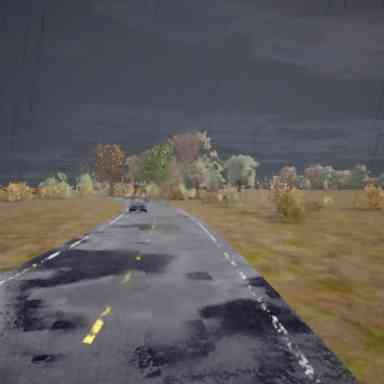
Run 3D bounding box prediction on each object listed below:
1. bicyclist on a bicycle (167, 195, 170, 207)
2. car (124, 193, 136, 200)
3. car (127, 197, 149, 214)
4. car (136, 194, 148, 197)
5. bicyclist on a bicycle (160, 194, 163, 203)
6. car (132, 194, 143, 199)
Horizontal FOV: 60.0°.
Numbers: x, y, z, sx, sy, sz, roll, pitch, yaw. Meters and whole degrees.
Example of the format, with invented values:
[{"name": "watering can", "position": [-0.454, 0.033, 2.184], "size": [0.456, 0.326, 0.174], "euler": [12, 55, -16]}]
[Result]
[{"name": "bicyclist on a bicycle", "position": [-3.141, 1.279, 44.591], "size": [0.582, 1.620, 1.656], "euler": [0, 0, -10]}, {"name": "car", "position": [-14.333, 1.022, 75.331], "size": [1.882, 1.535, 5.008], "euler": [0, 0, -16]}, {"name": "car", "position": [-5.539, 1.470, 34.394], "size": [1.895, 1.301, 4.718], "euler": [0, 0, -8]}, {"name": "car", "position": [-10.606, 1.261, 73.331], "size": [1.812, 1.442, 4.674], "euler": [0, 0, -16]}, {"name": "bicyclist on a bicycle", "position": [-4.980, 1.165, 54.150], "size": [0.659, 1.776, 1.843], "euler": [0, 0, -12]}, {"name": "car", "position": [-13.867, 1.127, 84.152], "size": [1.895, 1.301, 4.718], "euler": [0, 0, -20]}]
